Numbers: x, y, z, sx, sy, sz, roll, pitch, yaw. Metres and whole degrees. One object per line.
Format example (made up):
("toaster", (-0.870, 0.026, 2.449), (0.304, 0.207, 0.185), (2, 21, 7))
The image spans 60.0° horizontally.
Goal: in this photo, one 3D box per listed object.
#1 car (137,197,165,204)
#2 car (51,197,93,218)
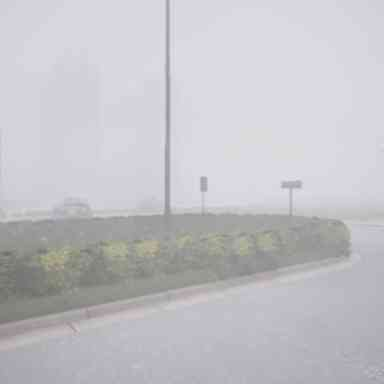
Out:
("car", (-5.473, 1.504, 43.954), (2.242, 1.667, 4.611), (0, 0, -36))
("car", (-9.063, 1.319, 25.001), (1.932, 1.855, 4.605), (0, 0, -36))
